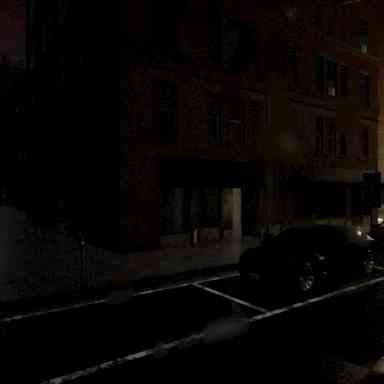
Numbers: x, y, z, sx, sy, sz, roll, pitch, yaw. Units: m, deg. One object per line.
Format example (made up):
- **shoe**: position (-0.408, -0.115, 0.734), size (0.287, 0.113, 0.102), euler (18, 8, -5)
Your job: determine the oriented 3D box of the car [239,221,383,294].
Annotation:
- **car**: position (3.195, 1.566, 8.822), size (4.313, 1.339, 1.947), euler (0, 0, -36)
